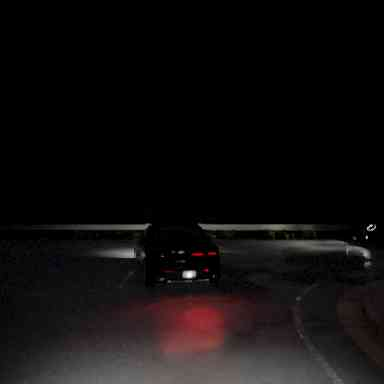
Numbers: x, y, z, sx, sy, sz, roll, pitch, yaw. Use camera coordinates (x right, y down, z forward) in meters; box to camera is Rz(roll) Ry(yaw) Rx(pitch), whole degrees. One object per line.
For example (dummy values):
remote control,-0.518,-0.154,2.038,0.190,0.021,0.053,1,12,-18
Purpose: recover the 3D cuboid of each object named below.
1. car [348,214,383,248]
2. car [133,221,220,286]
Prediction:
car,9.830,1.590,15.529,4.553,1.767,2.097,0,0,0
car,-0.592,1.611,9.775,1.837,1.490,4.892,1,-1,-13
